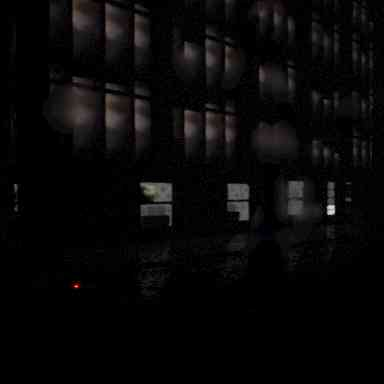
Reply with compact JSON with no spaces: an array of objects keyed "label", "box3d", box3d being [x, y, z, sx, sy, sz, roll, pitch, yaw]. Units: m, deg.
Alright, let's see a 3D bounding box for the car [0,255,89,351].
[{"label":"car","box3d":[-4.287,1.543,4.621,5.357,1.411,2.033,0,0,-36]}]
